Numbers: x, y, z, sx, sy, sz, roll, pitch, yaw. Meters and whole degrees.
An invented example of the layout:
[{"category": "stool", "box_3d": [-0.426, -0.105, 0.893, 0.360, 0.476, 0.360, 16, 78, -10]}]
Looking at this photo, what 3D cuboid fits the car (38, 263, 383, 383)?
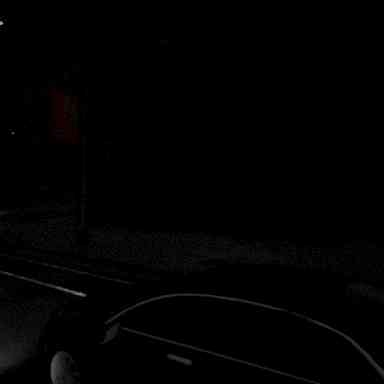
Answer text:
[{"category": "car", "box_3d": [0.436, 1.503, 3.251, 4.892, 1.490, 1.837, 0, 0, 36]}]
